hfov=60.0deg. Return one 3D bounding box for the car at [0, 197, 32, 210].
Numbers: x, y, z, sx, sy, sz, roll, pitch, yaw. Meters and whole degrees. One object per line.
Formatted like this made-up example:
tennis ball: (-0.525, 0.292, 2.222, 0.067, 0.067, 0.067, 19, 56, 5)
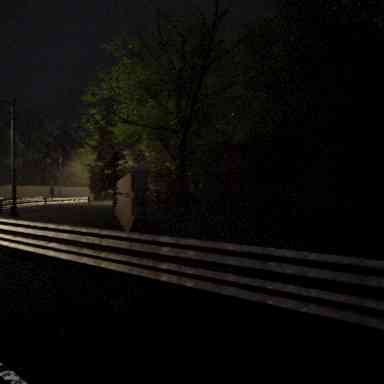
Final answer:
car: (-22.122, 1.399, 41.903, 1.882, 1.535, 5.008, 0, 0, 3)
